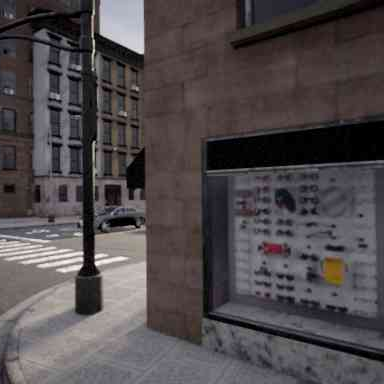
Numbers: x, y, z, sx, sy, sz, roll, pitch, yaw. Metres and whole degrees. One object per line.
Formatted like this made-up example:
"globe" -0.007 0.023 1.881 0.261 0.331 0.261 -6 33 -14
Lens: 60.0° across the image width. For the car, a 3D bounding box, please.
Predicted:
"car" -4.918 1.633 21.066 2.128 1.511 4.902 -1 -1 34
